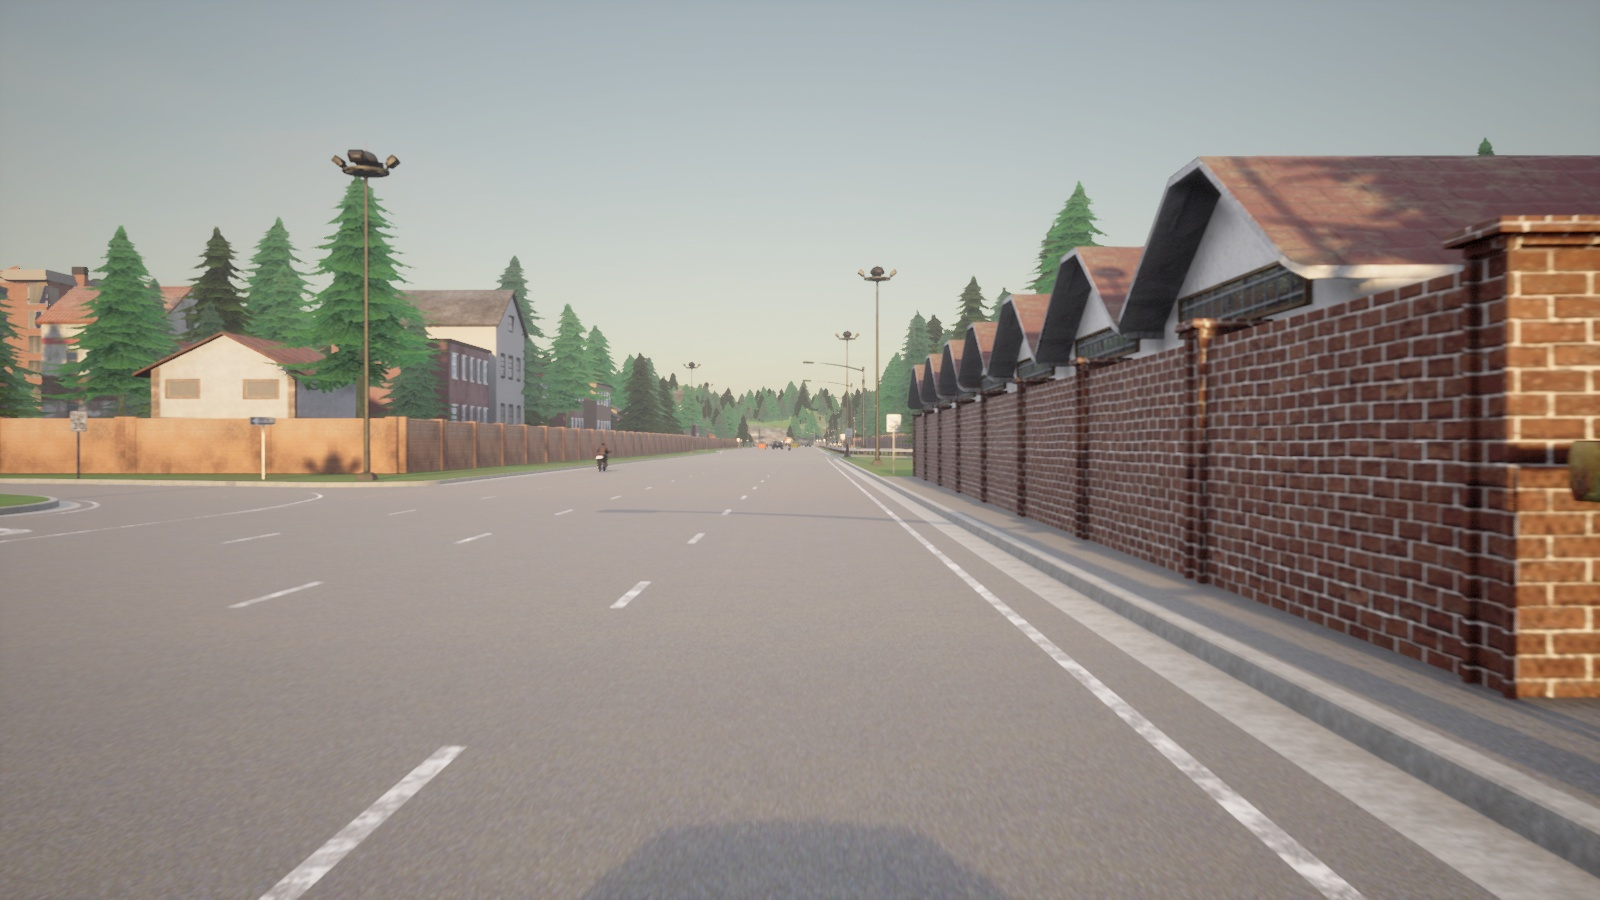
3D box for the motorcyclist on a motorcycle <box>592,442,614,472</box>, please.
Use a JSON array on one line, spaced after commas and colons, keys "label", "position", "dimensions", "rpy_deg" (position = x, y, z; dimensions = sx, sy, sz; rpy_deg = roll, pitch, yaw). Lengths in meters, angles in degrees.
[{"label": "motorcyclist on a motorcycle", "position": [-10.118, 0.356, 64.629], "dimensions": [0.797, 1.523, 2.044], "rpy_deg": [0, 0, 0]}]
